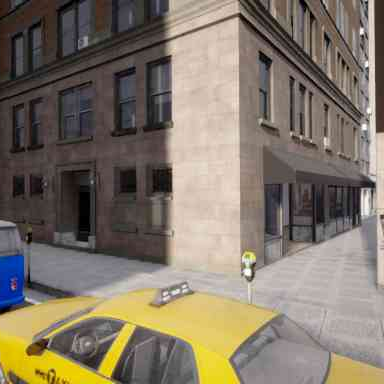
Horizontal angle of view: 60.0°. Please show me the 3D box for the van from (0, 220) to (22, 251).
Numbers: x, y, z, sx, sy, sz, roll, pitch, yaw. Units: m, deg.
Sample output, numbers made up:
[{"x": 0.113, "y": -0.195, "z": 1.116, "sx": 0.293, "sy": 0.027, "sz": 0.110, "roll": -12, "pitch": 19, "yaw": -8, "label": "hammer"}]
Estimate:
[{"x": -4.865, "y": 1.342, "z": 6.344, "sx": 3.998, "sy": 1.788, "sz": 1.690, "roll": 0, "pitch": -1, "yaw": 36, "label": "van"}]

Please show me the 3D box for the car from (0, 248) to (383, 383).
[{"x": -0.391, "y": 1.526, "z": 3.139, "sx": 4.829, "sy": 1.417, "sz": 1.752, "roll": 0, "pitch": -1, "yaw": 36, "label": "car"}]
